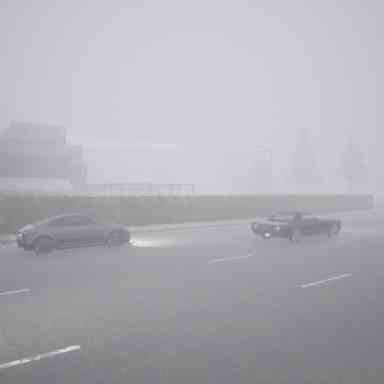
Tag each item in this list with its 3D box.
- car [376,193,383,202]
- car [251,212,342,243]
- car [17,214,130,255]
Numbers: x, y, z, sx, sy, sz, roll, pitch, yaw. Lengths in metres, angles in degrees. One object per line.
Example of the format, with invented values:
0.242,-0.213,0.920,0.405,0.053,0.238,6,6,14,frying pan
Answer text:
44.421,1.225,76.766,2.150,2.045,5.566,0,0,13,car
5.133,1.601,15.995,4.718,1.301,1.895,0,0,-35,car
-4.640,1.564,13.332,4.181,1.385,1.994,0,0,-35,car
